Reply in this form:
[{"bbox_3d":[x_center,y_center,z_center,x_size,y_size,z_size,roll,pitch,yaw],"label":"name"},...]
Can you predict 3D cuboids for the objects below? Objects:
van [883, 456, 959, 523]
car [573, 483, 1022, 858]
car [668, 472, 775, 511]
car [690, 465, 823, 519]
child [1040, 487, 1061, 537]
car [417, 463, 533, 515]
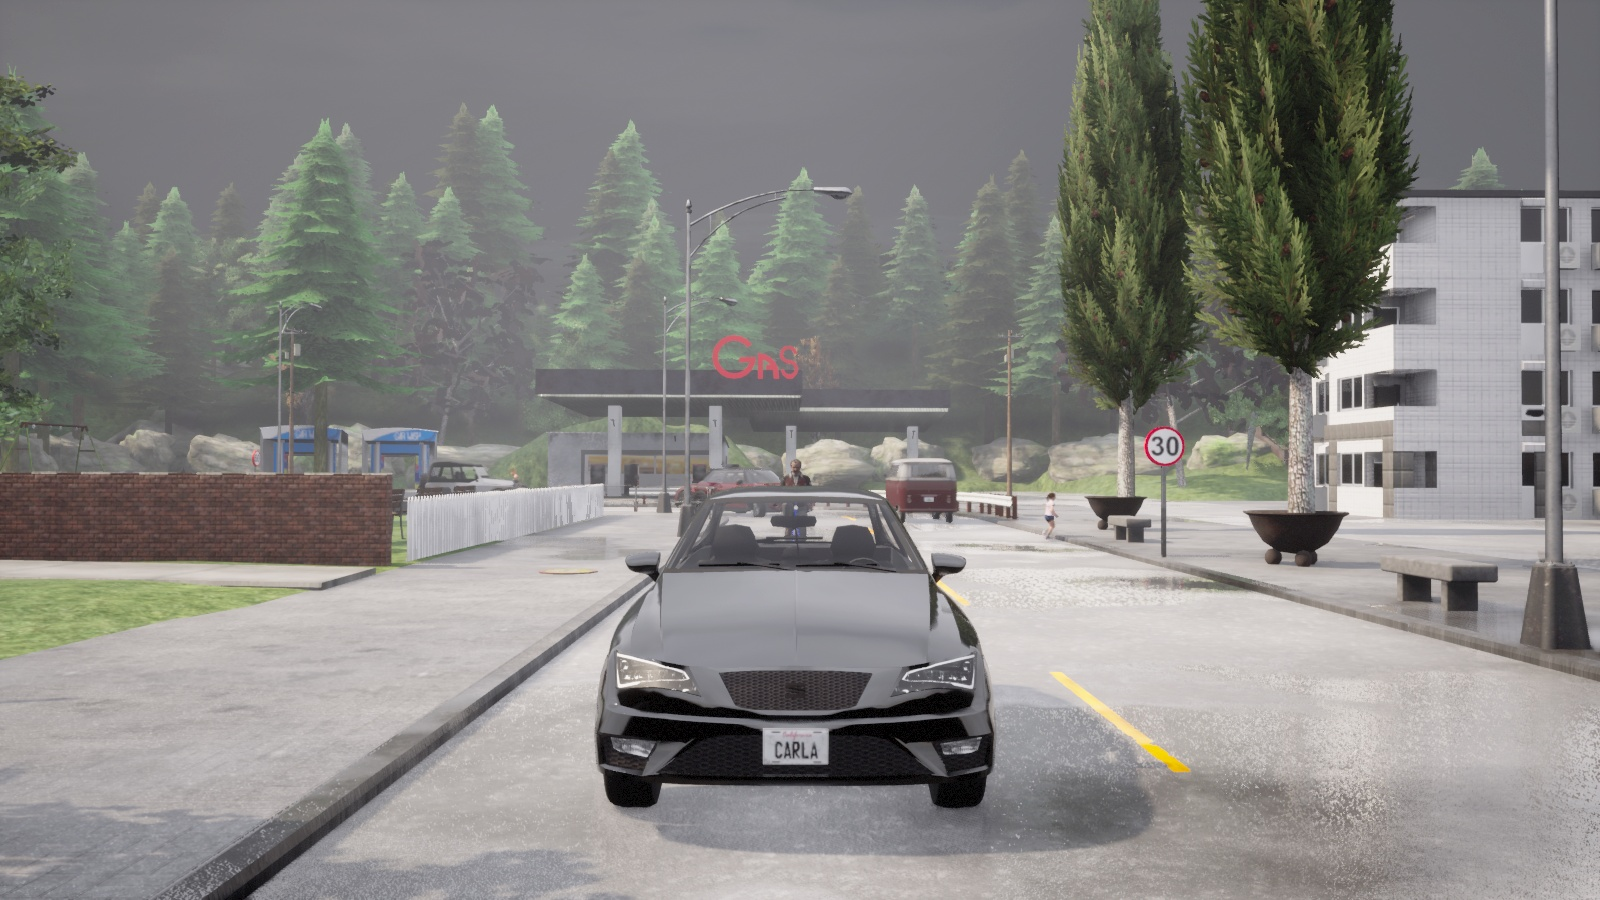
[{"bbox_3d":[3.757,1.218,39.697,1.775,1.987,4.442,0,-1,-3],"label":"van"},{"bbox_3d":[-0.019,0.949,7.198,1.816,1.474,4.193,0,-1,0],"label":"car"},{"bbox_3d":[-3.139,1.631,49.927,3.806,1.475,1.970,-1,-1,31],"label":"car"},{"bbox_3d":[-1.550,1.405,43.251,2.097,1.767,4.553,1,-1,-43],"label":"car"},{"bbox_3d":[5.633,1.388,28.272,0.394,1.110,0.255,0,-1,-13],"label":"child"},{"bbox_3d":[-12.198,1.452,47.298,3.866,1.878,1.905,0,-1,0],"label":"car"}]
